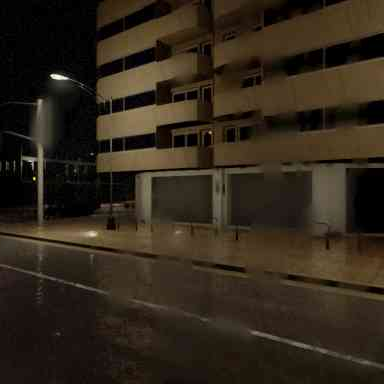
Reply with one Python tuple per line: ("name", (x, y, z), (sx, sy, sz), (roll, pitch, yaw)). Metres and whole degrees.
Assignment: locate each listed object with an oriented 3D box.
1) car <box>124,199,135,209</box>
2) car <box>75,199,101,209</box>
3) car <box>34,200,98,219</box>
("car", (-7.174, 1.478, 45.796), (1.882, 1.535, 5.008), (0, 0, 36))
("car", (-12.963, 1.547, 37.900), (2.033, 1.411, 5.357), (0, 0, 37))
("car", (-10.848, 1.601, 28.617), (1.895, 1.301, 4.718), (0, 0, 36))
